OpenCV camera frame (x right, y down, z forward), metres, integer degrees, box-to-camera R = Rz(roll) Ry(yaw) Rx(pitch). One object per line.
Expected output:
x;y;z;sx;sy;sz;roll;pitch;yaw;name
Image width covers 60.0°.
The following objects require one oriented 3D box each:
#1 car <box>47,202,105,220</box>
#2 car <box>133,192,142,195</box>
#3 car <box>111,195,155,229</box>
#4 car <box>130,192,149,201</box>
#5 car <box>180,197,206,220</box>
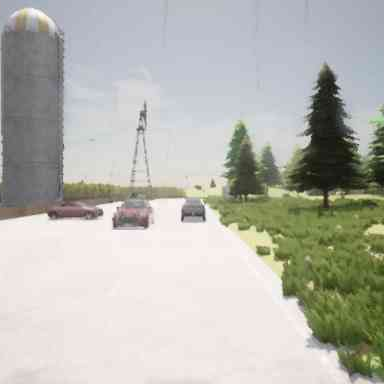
-9.060;1.438;26.128;4.181;1.381;1.994;0;0;-1;car
-9.548;1.230;59.136;3.988;1.617;1.851;0;0;-1;car
-3.595;1.262;20.969;2.097;1.767;4.553;0;0;0;car
-11.904;1.032;75.981;3.866;1.878;1.905;0;0;-31;car
0.095;1.376;26.403;2.128;1.511;4.902;0;0;0;car
